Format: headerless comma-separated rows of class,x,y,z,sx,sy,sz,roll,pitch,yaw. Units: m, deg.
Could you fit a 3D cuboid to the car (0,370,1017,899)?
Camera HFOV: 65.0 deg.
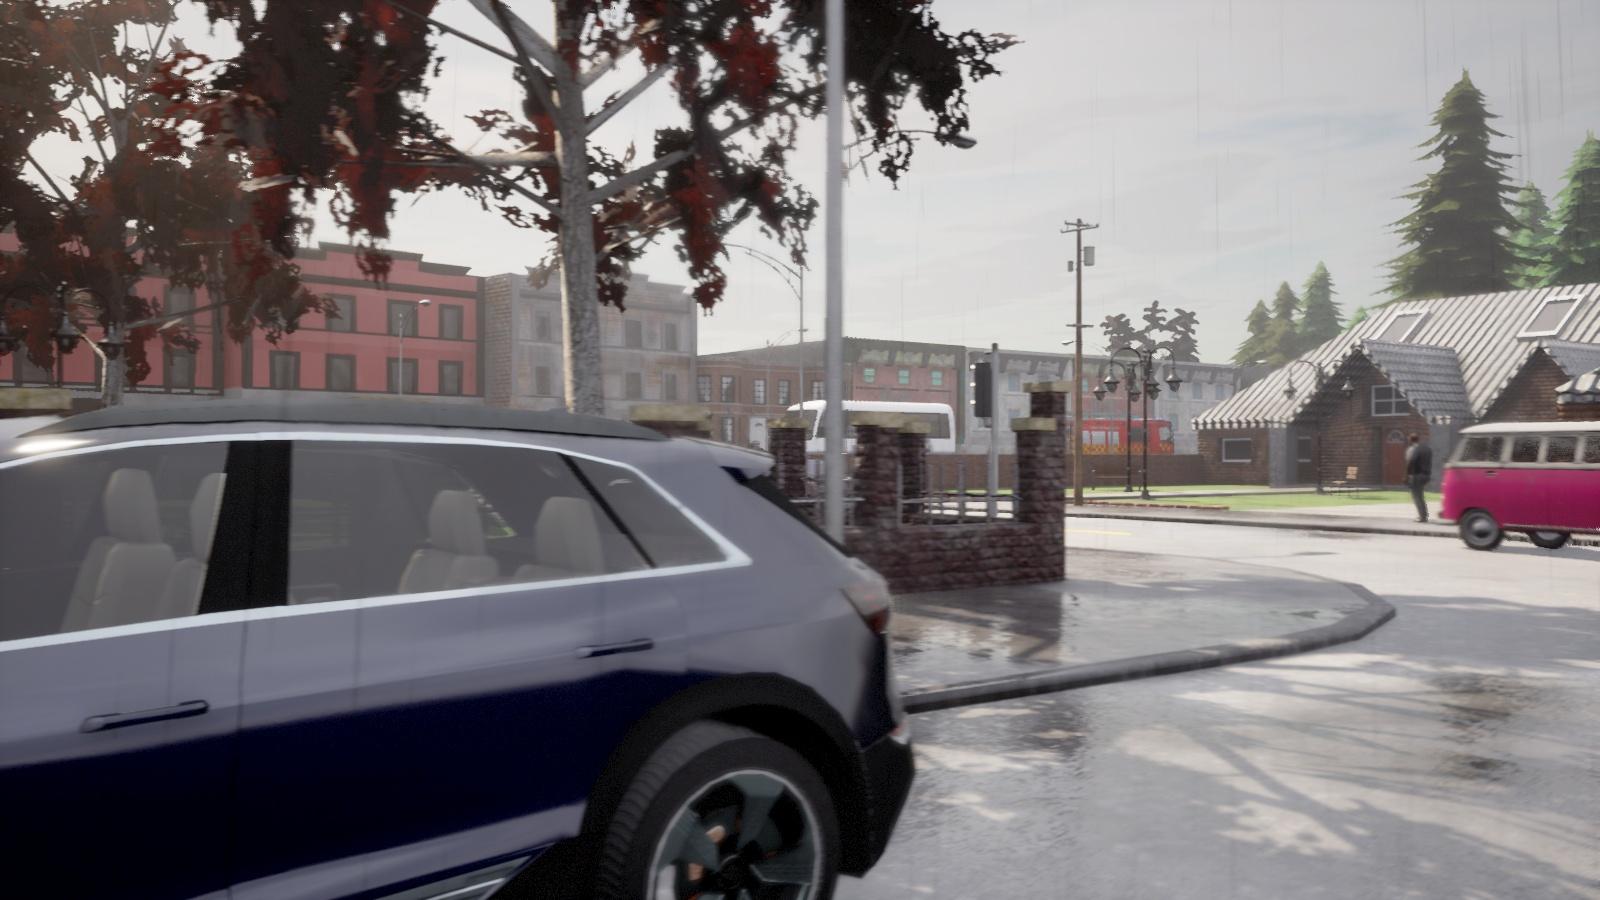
car,-1.858,0.687,3.163,4.856,1.649,2.033,0,0,-39

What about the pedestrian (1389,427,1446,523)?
pedestrian,12.343,0.486,25.119,0.563,1.883,0.849,0,0,-24

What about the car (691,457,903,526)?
car,-0.204,0.863,28.550,2.033,1.411,5.357,0,0,-37

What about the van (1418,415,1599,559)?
van,11.558,0.518,18.386,1.775,1.987,4.442,0,0,-22

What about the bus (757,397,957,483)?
bus,3.133,-0.475,66.532,10.273,4.253,3.944,0,0,-35

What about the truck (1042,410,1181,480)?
truck,17.910,-0.281,71.913,8.468,3.827,2.891,0,0,-35
